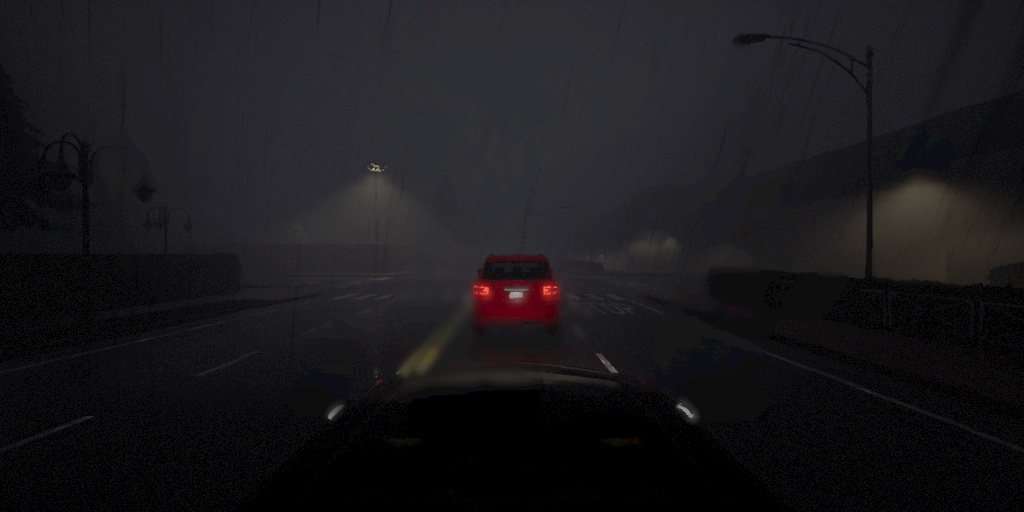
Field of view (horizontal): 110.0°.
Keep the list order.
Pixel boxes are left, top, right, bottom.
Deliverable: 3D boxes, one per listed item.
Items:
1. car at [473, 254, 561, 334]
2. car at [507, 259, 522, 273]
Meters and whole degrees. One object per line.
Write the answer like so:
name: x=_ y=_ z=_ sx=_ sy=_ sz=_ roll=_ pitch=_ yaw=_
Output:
car: x=0.118 y=0.971 z=10.719 sx=2.150 sy=2.045 sz=5.566 roll=0 pitch=0 yaw=0
car: x=0.338 y=1.228 z=45.572 sx=1.882 sy=1.535 sz=5.008 roll=0 pitch=0 yaw=1
